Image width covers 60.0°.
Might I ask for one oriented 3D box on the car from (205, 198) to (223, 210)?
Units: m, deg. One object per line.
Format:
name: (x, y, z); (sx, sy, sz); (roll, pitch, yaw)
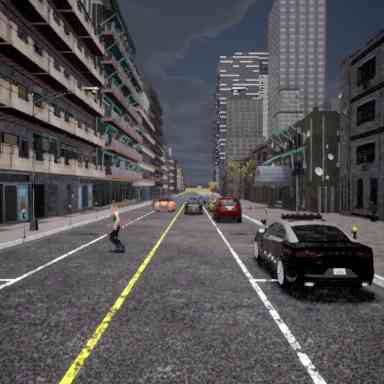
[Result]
car: (2.786, 1.524, 42.846); (2.008, 1.369, 4.403); (-1, 0, 0)

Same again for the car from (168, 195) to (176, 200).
car: (-5.475, 1.463, 93.045); (2.008, 1.369, 4.403); (-1, 0, 0)

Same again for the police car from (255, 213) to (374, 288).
police car: (3.023, 1.421, 9.382); (1.930, 1.638, 5.238); (0, 0, 0)

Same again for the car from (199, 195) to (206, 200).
car: (2.906, 1.457, 93.066); (1.887, 1.381, 4.507); (-1, 0, 0)

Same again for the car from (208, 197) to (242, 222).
car: (2.703, 1.301, 26.107); (2.192, 1.841, 5.009); (-1, 0, 0)

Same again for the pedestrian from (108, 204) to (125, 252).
pedestrian: (-2.842, 1.288, 12.387); (0.375, 1.860, 0.375); (-1, 1, 0)

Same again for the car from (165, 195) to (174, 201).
car: (-5.502, 1.510, 81.883); (1.802, 1.307, 4.206); (-1, 0, 0)

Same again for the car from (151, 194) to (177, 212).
car: (-3.007, 1.329, 37.689); (2.097, 1.767, 4.553); (0, 0, 0)

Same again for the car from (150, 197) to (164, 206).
car: (-5.570, 1.545, 53.981); (1.802, 1.307, 4.206); (-1, 0, 0)

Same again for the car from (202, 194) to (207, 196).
car: (2.824, 1.539, 59.586); (1.802, 1.307, 4.206); (-1, 0, 0)

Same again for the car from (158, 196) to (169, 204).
car: (-5.543, 1.494, 65.141); (1.887, 1.381, 4.507); (-1, 0, 0)

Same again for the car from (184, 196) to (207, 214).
car: (0.173, 1.471, 34.986); (2.128, 1.511, 4.902); (0, 0, 0)
